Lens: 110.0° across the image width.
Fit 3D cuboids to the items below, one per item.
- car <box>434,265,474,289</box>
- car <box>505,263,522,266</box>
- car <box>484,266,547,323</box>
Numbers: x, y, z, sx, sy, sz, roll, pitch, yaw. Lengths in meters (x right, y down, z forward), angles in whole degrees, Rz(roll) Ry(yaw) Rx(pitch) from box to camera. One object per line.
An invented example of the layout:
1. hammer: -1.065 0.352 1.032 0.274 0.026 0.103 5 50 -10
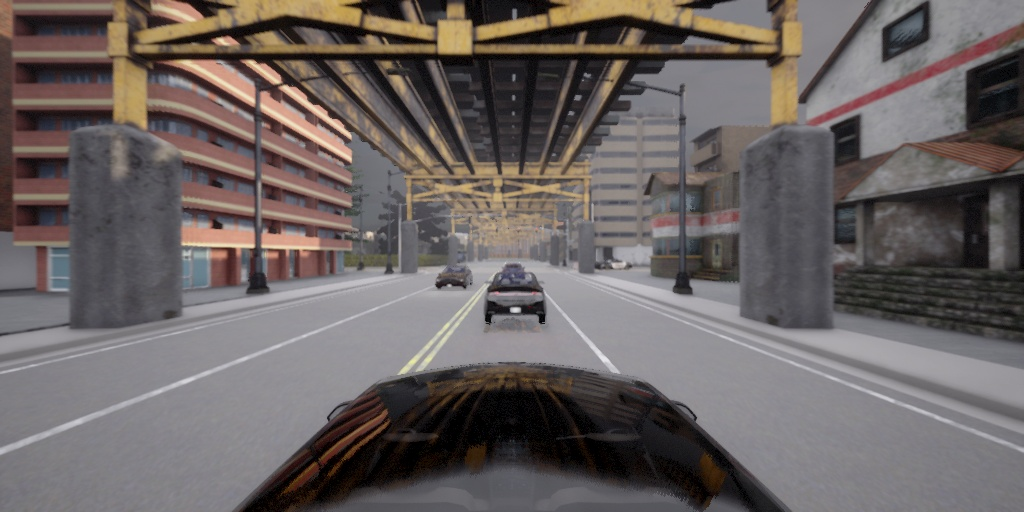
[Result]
1. car: -3.584 1.302 23.188 2.033 1.411 5.357 0 0 0
2. car: 0.118 1.261 28.537 1.812 1.442 4.674 0 0 0
3. car: 0.098 1.261 12.139 2.128 1.511 4.902 0 0 0
